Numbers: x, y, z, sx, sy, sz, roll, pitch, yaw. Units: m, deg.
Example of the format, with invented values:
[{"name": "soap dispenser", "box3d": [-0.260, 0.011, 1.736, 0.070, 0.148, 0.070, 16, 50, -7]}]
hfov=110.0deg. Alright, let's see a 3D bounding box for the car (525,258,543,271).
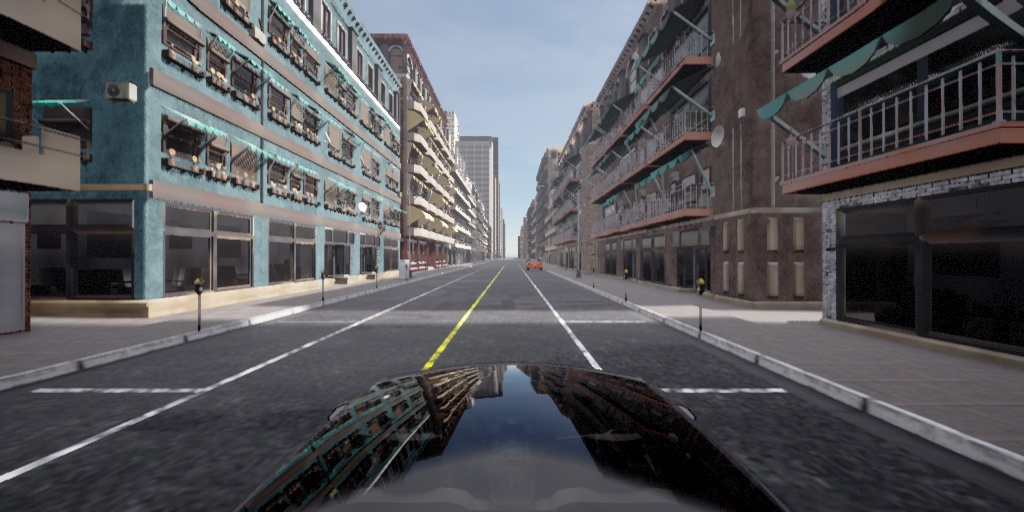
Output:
[{"name": "car", "box3d": [3.113, 1.093, 50.300, 2.097, 1.767, 4.553, 0, 0, 0]}]
